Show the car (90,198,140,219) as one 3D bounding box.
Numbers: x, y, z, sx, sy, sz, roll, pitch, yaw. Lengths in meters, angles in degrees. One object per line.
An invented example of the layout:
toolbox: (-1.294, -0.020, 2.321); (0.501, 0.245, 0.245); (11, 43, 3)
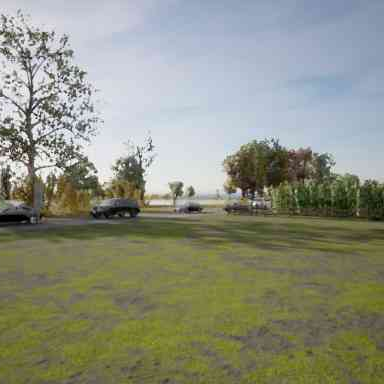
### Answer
car: (-7.755, 1.630, 34.145); (2.150, 2.045, 5.566); (-1, -2, 35)

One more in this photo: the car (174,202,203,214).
car: (-0.435, 2.091, 44.581); (2.128, 1.511, 4.902); (-1, -1, 35)

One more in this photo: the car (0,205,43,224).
car: (-13.901, 1.741, 25.351); (2.128, 1.511, 4.902); (-1, -2, 35)

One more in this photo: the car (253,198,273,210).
car: (12.518, 2.057, 58.164); (2.150, 2.045, 5.566); (-1, -2, 35)

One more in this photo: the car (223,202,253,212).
car: (6.582, 2.223, 49.579); (2.033, 1.411, 5.357); (-1, -2, 35)
